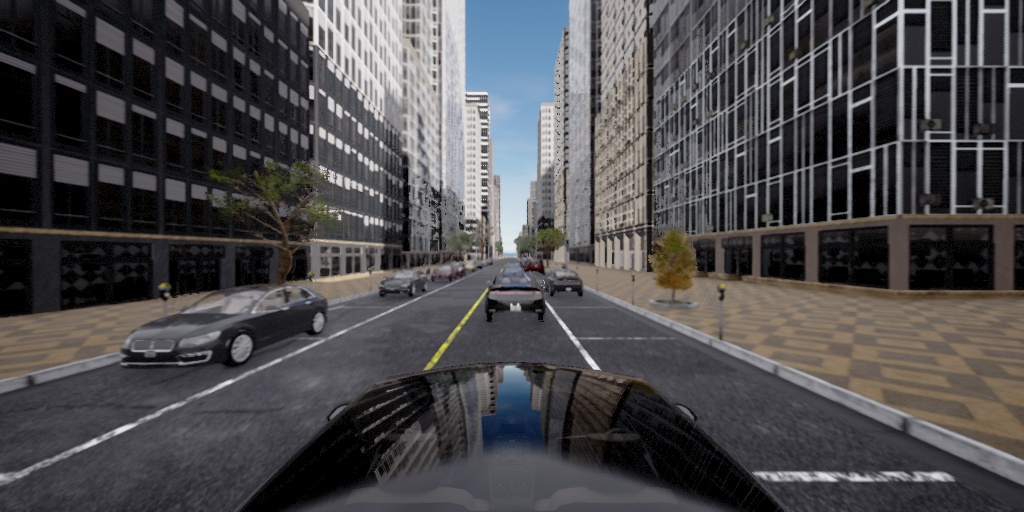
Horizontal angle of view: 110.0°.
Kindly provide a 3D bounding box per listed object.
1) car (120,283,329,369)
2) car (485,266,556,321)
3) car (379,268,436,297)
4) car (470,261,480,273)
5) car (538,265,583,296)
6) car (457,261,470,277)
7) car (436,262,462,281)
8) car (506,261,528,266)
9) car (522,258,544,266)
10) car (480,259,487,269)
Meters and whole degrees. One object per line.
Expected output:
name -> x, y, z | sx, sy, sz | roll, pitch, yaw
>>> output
car -> -5.692, 1.319, 7.827 | 2.007, 1.370, 4.403 | 0, 0, 0
car -> 0.101, 1.274, 12.584 | 2.128, 1.511, 4.902 | 0, 0, 0
car -> -5.692, 1.352, 19.193 | 2.007, 1.370, 4.403 | 0, 0, 0
car -> -5.692, 1.409, 47.442 | 1.751, 1.417, 4.829 | 0, 0, 0
car -> 2.689, 1.352, 19.194 | 2.007, 1.370, 4.403 | 0, 0, 0
car -> -5.692, 1.291, 36.244 | 1.967, 1.591, 4.097 | 0, 0, 0
car -> -5.692, 1.416, 30.561 | 1.802, 1.307, 4.207 | 0, 0, 0
car -> 0.098, 1.384, 31.339 | 2.033, 1.411, 5.357 | 0, 0, 0
car -> 2.688, 1.182, 41.929 | 2.192, 1.841, 5.009 | 0, 0, 0
car -> -5.693, 1.481, 58.979 | 1.948, 1.339, 4.313 | 0, 0, 0
